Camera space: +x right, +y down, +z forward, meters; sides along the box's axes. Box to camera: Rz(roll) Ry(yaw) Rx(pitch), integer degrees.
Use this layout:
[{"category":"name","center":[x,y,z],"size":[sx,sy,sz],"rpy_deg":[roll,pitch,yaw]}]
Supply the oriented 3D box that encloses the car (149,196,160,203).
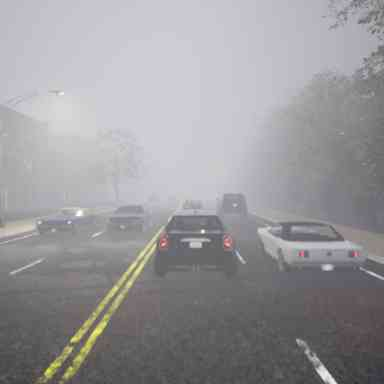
[{"category":"car","center":[-6.780,1.323,59.928],"size":[1.994,1.385,4.181],"rpy_deg":[0,0,0]}]

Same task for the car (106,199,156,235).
[{"category":"car","center":[-3.362,1.402,18.563],"size":[1.882,1.535,5.008],"rpy_deg":[0,0,0]}]

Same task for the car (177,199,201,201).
[{"category":"car","center":[0.082,1.374,28.802],"size":[2.128,1.511,4.902],"rpy_deg":[0,0,0]}]

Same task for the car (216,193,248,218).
[{"category":"car","center":[3.332,1.106,28.395],"size":[2.150,2.045,5.566],"rpy_deg":[0,0,0]}]

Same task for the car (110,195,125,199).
[{"category":"car","center":[-20.751,1.449,91.818],"size":[4.313,1.339,1.947],"rpy_deg":[-1,1,-1]}]

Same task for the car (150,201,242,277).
[{"category":"car","center":[0.094,1.310,10.286],"size":[2.097,1.767,4.553],"rpy_deg":[0,0,0]}]

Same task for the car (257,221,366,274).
[{"category":"car","center":[3.343,1.558,10.413],"size":[1.895,1.301,4.718],"rpy_deg":[0,0,0]}]

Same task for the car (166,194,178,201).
[{"category":"car","center":[-3.532,1.112,59.323],"size":[2.097,1.767,4.553],"rpy_deg":[0,0,0]}]

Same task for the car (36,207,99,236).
[{"category":"car","center":[-6.612,1.526,18.136],"size":[1.895,1.301,4.718],"rpy_deg":[0,0,0]}]
